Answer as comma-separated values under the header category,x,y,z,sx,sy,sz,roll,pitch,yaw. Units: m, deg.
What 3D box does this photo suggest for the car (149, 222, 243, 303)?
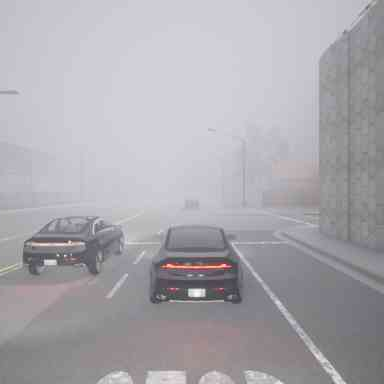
category,x,y,z,sx,sy,sz,roll,pitch,yaw
car,0.079,1.505,8.200,1.837,1.490,4.892,0,0,0

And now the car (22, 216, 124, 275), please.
category,x,y,z,sx,sy,sz,roll,pitch,yaw
car,-3.429,1.492,10.468,2.128,1.511,4.902,0,0,0

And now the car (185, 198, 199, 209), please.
category,x,y,z,sx,sy,sz,roll,pitch,yaw
car,-0.022,1.492,44.190,2.128,1.511,4.902,0,0,0
